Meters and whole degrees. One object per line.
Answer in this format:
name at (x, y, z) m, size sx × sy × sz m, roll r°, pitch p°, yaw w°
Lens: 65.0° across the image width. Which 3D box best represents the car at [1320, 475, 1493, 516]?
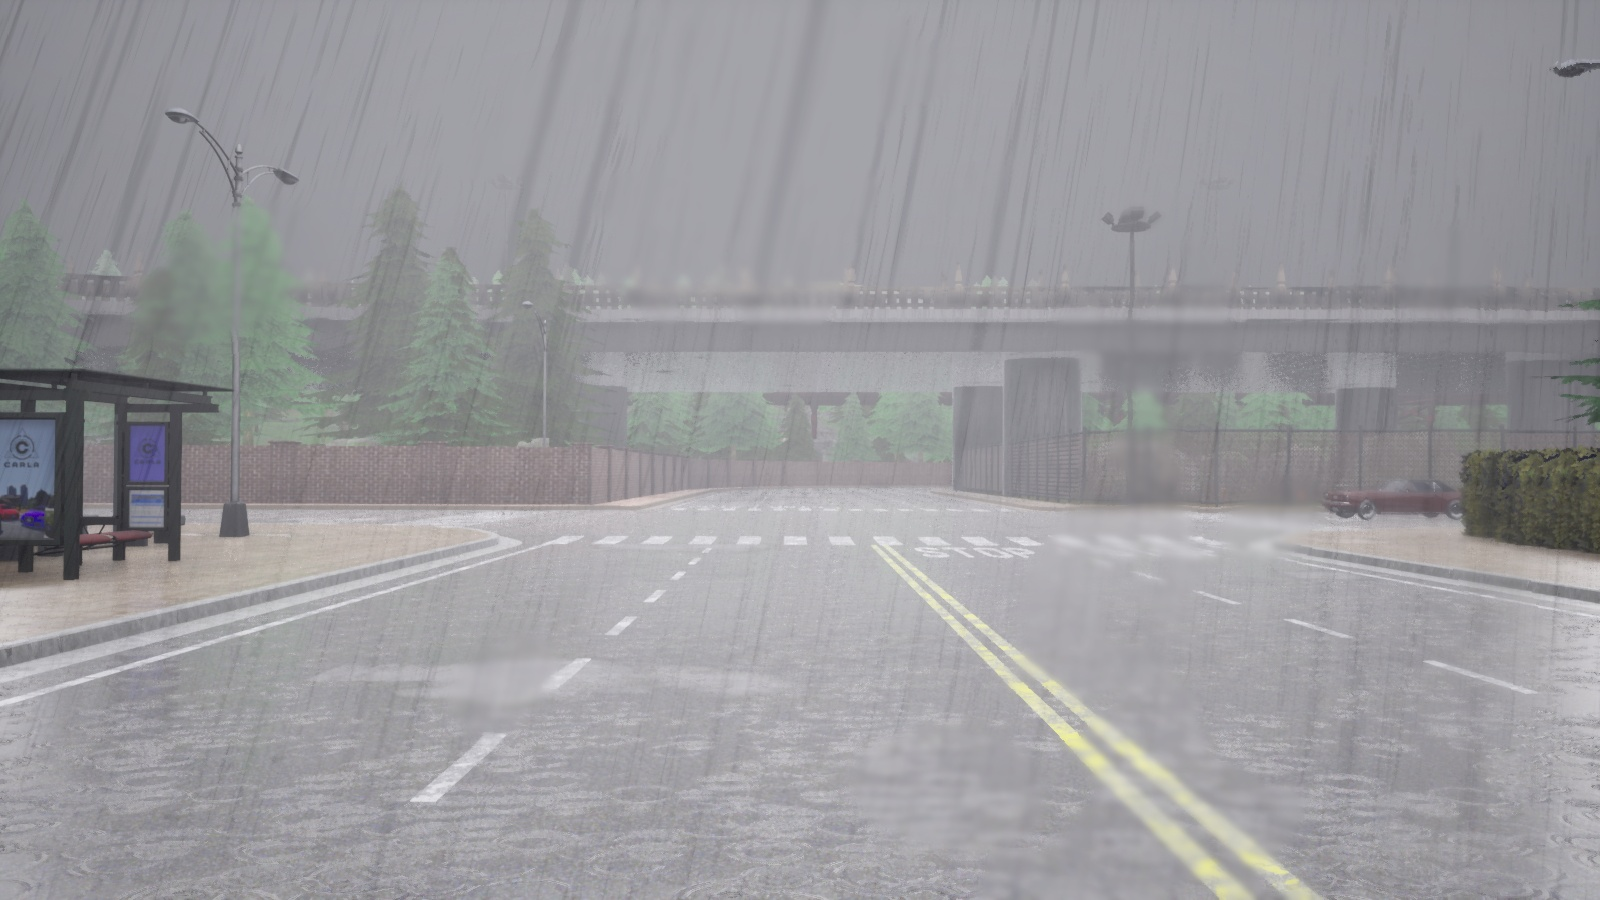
car at (19.692, 1.466, 40.901) m, size 4.718 × 1.301 × 1.895 m, roll 0°, pitch -1°, yaw 0°
